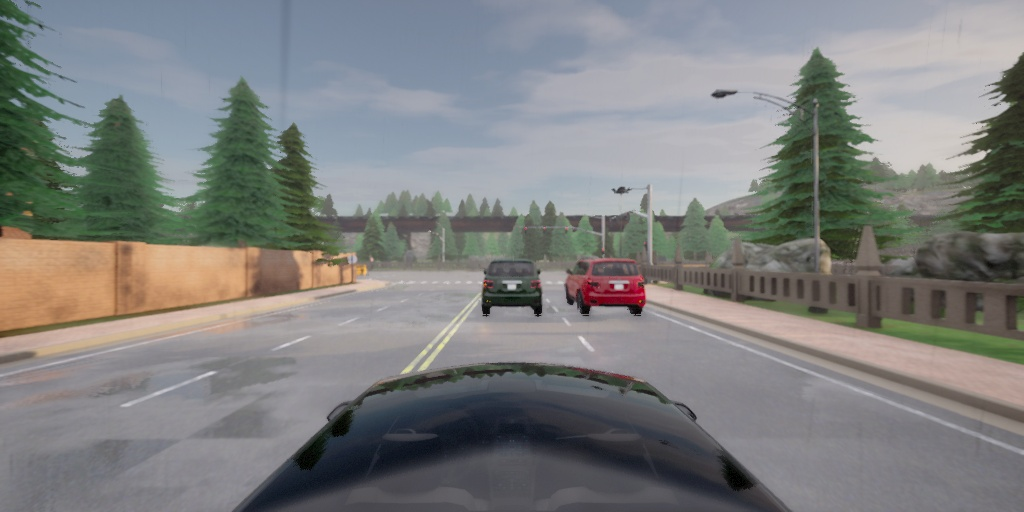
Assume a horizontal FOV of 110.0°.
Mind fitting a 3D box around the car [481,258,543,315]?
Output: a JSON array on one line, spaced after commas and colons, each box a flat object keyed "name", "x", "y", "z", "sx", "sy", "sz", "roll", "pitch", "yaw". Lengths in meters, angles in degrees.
[{"name": "car", "x": 0.006, "y": 1.117, "z": 14.391, "sx": 2.150, "sy": 2.045, "sz": 5.566, "roll": 0, "pitch": 0, "yaw": 0}]

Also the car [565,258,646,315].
[{"name": "car", "x": 3.505, "y": 1.117, "z": 14.395, "sx": 2.150, "sy": 2.045, "sz": 5.566, "roll": 0, "pitch": 0, "yaw": 0}]
